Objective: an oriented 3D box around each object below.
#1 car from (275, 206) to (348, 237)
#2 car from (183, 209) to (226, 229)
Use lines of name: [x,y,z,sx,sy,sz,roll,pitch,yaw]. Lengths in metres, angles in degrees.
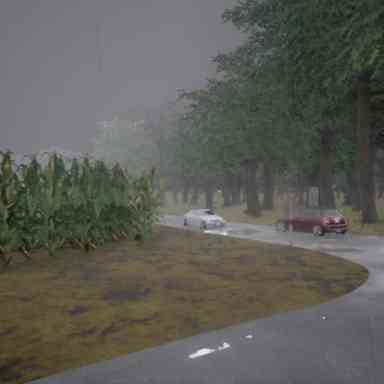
car: [7.348,1.744,20.990,2.097,1.767,4.553,-1,-1,-27]
car: [0.843,2.121,26.772,1.812,1.442,4.674,-1,-1,-29]
